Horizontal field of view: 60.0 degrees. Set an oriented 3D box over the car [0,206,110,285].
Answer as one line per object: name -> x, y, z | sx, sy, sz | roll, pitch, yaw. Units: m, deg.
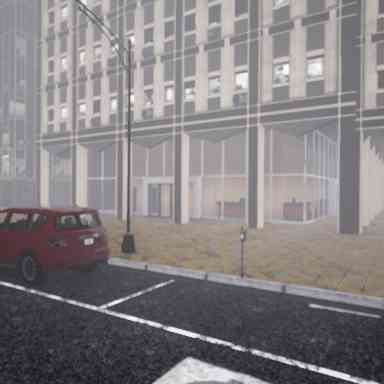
car -> -4.572, 1.318, 9.550 | 5.009, 1.841, 2.192 | 0, 1, 33
